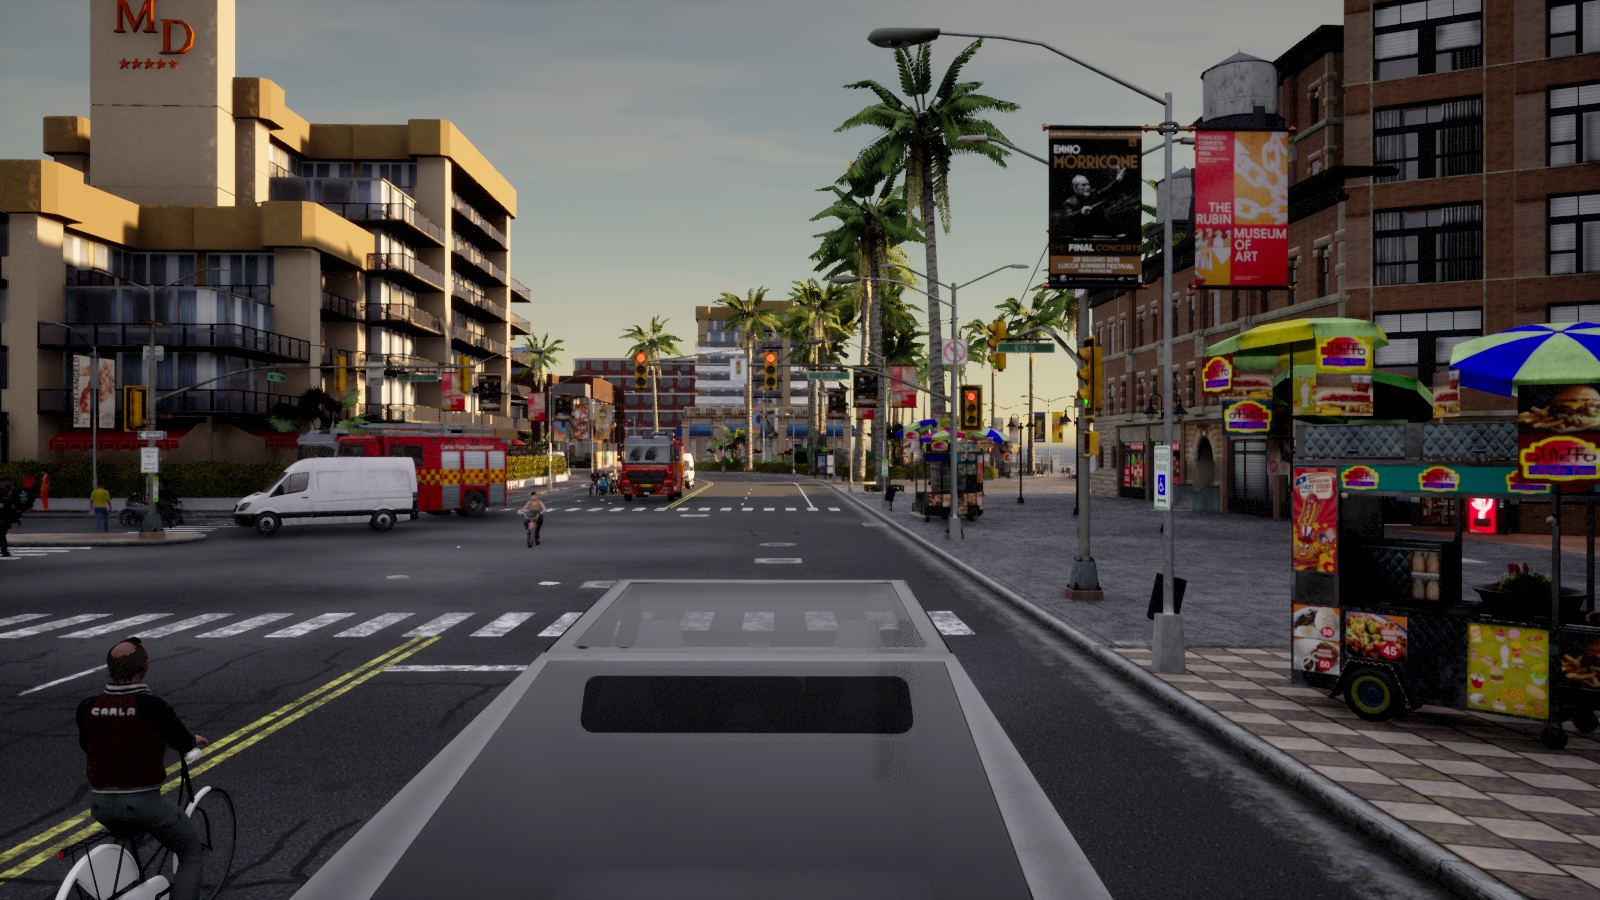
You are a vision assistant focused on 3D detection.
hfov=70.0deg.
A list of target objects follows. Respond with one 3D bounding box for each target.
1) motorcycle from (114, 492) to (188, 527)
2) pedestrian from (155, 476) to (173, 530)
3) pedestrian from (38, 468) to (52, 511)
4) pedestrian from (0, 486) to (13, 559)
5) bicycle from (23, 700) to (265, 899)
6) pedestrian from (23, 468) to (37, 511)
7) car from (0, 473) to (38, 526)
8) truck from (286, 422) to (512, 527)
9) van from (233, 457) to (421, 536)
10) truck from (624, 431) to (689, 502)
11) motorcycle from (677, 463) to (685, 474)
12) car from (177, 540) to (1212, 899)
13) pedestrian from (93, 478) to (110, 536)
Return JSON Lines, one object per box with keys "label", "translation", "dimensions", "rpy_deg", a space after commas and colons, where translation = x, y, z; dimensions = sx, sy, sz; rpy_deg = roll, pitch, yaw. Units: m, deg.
{"label": "motorcycle", "translation": [-24.097, 2.205, 42.445], "dimensions": [2.209, 1.251, 0.867], "rpy_deg": [0, 0, -8]}
{"label": "pedestrian", "translation": [-22.129, 1.848, 39.757], "dimensions": [0.375, 1.860, 0.375], "rpy_deg": [0, 0, 9]}
{"label": "pedestrian", "translation": [-32.469, 1.696, 49.122], "dimensions": [0.375, 1.860, 0.375], "rpy_deg": [0, 0, -8]}
{"label": "pedestrian", "translation": [-20.479, 1.849, 29.288], "dimensions": [0.375, 1.860, 0.375], "rpy_deg": [0, 0, -2]}
{"label": "bicycle", "translation": [-3.625, 2.210, 6.485], "dimensions": [0.329, 1.171, 1.835], "rpy_deg": [0, 0, 0]}
{"label": "pedestrian", "translation": [-33.127, 1.696, 49.177], "dimensions": [0.375, 1.860, 0.375], "rpy_deg": [0, 0, -8]}
{"label": "car", "translation": [-31.065, 1.859, 42.073], "dimensions": [4.605, 1.855, 1.932], "rpy_deg": [-1, 0, -2]}
{"label": "truck", "translation": [-15.869, 0.890, 45.982], "dimensions": [2.891, 3.827, 8.468], "rpy_deg": [0, 0, 35]}
{"label": "van", "translation": [-16.445, 1.534, 39.816], "dimensions": [5.915, 2.561, 1.988], "rpy_deg": [0, 0, -27]}
{"label": "truck", "translation": [-8.113, 0.890, 65.657], "dimensions": [2.891, 3.827, 8.468], "rpy_deg": [0, 0, -1]}
{"label": "motorcycle", "translation": [-14.189, 2.182, 136.549], "dimensions": [0.856, 1.236, 1.805], "rpy_deg": [0, 0, -1]}
{"label": "car", "translation": [-0.214, 1.754, 5.773], "dimensions": [2.390, 2.098, 6.274], "rpy_deg": [0, 0, 1]}
{"label": "pedestrian", "translation": [-22.627, 1.848, 37.000], "dimensions": [0.375, 1.860, 0.375], "rpy_deg": [0, 0, -13]}
